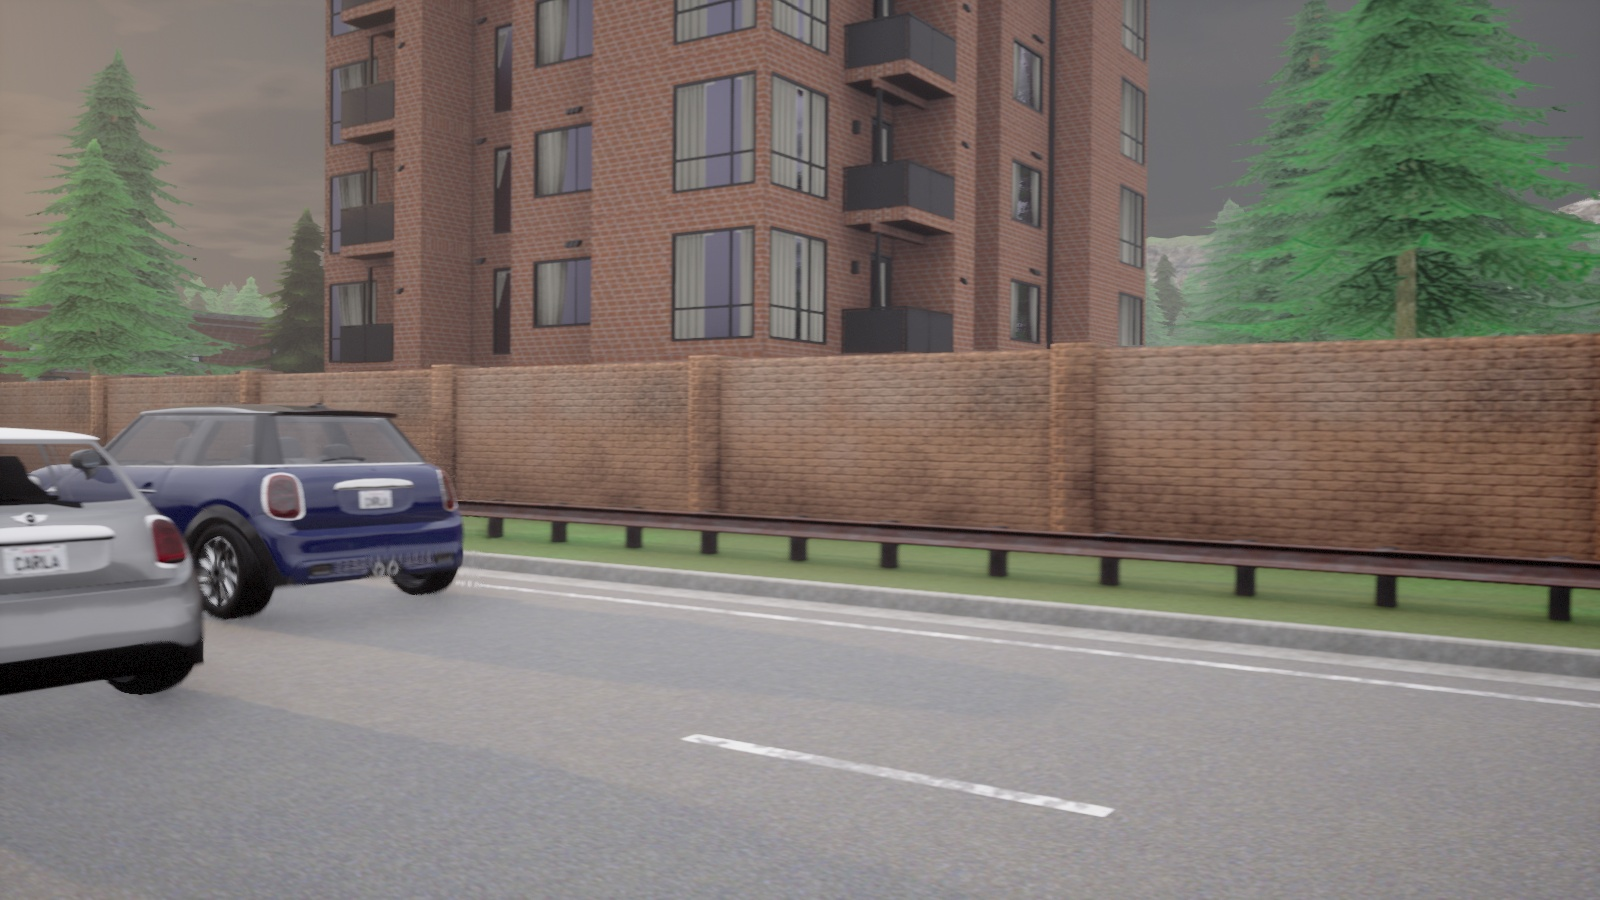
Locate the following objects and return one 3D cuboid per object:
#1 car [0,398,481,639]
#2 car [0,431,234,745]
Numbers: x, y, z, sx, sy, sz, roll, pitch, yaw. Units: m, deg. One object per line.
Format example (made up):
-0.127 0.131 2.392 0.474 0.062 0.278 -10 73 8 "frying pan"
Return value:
-5.262 0.483 11.318 4.553 1.767 2.097 0 1 34 "car"
-5.242 0.647 7.106 3.806 1.475 1.970 0 1 34 "car"
